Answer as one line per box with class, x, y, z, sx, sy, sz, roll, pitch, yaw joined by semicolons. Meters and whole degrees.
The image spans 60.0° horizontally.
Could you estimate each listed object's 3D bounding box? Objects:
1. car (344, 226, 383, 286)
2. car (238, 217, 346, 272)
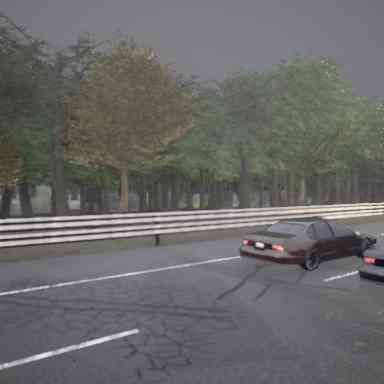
car;6.227;1.543;8.189;5.357;1.411;2.033;0;0;-35
car;3.966;1.544;10.870;5.357;1.411;2.033;0;0;-35
